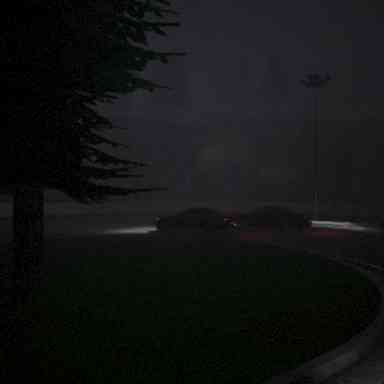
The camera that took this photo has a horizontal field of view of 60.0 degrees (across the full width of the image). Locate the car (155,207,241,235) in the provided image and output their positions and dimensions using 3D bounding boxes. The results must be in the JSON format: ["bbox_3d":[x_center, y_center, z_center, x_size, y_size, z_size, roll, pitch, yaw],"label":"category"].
[{"bbox_3d":[0.167,1.586,19.019,4.674,1.442,1.812,0,-1,18],"label":"car"}]

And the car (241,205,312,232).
[{"bbox_3d":[4.845,1.565,20.791,5.008,1.535,1.882,0,-1,36],"label":"car"}]

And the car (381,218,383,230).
[{"bbox_3d":[12.426,1.602,17.299,2.128,1.511,4.902,1,0,-25],"label":"car"}]
